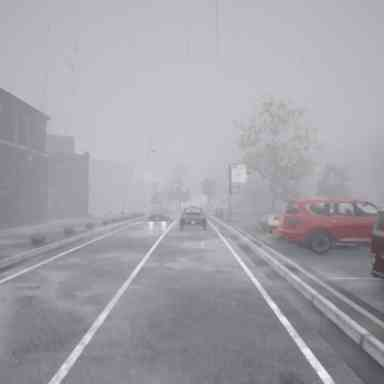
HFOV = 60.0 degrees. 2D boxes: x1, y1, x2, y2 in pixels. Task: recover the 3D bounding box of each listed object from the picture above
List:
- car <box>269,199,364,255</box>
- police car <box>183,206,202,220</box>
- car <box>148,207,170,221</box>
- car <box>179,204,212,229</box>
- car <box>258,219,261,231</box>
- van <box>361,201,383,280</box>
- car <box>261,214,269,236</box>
[{"bbox_3d":[6.261,1.306,13.311,5.566,2.045,2.435,0,-1,0],"label":"car"},{"bbox_3d":[0.071,2.417,39.930,2.038,1.542,4.974,0,-2,0],"label":"police car"},{"bbox_3d":[-3.290,2.244,34.317,2.033,1.411,5.357,0,-2,0],"label":"car"},{"bbox_3d":[0.077,1.838,24.109,2.128,1.511,4.902,0,-2,0],"label":"car"},{"bbox_3d":[6.202,1.520,19.262,4.553,1.767,2.185,0,-1,-1],"label":"car"},{"bbox_3d":[6.390,1.276,7.120,4.442,1.987,1.878,0,0,0],"label":"van"},{"bbox_3d":[6.207,1.600,16.225,5.008,1.535,2.097,0,-1,-1],"label":"car"}]
